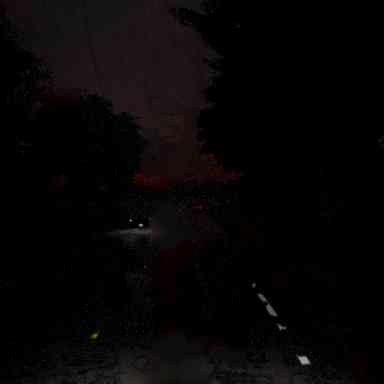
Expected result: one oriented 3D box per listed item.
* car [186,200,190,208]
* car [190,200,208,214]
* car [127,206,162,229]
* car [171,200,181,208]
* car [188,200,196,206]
[{"bbox_3d":[-0.030,2.214,59.314,1.994,1.385,4.181,0,-1,0],"label":"car"},{"bbox_3d":[1.029,1.819,40.959,1.801,1.575,5.366,0,-1,0],"label":"car"},{"bbox_3d":[-3.115,1.658,22.928,2.033,1.411,5.357,0,-1,0],"label":"car"},{"bbox_3d":[-3.052,2.244,64.764,1.837,1.490,4.892,0,-1,0],"label":"car"},{"bbox_3d":[-0.041,2.571,80.387,1.895,1.301,4.718,0,-1,0],"label":"car"}]
